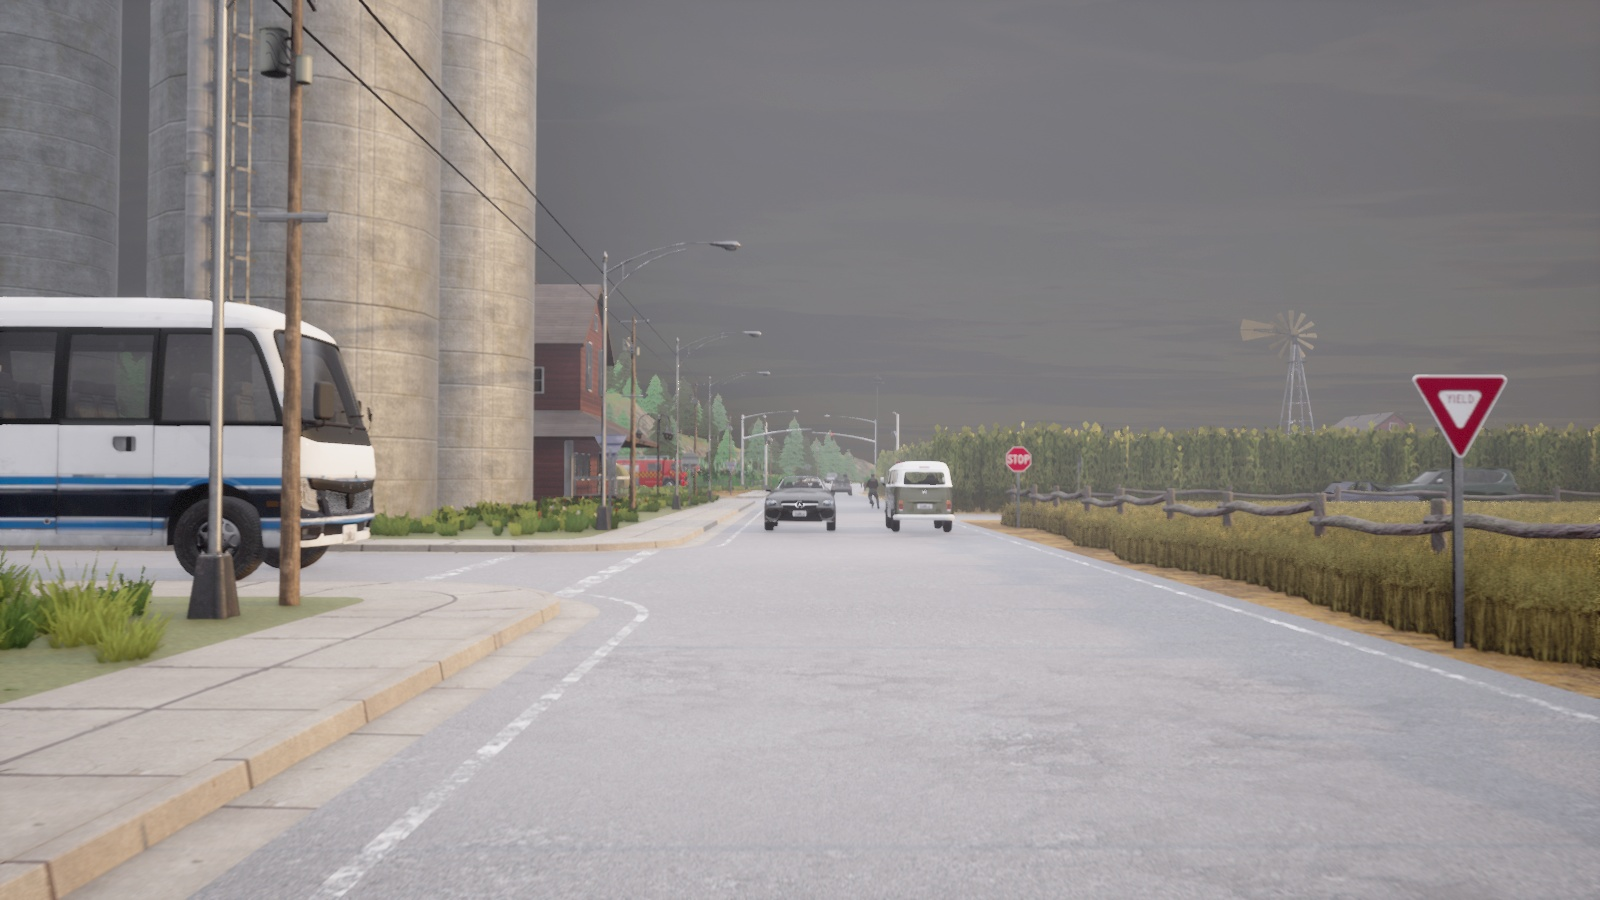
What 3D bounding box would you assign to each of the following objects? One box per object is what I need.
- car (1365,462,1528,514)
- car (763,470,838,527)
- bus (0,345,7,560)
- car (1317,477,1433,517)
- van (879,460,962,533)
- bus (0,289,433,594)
[{"bbox_3d":[26.607,1.556,51.806,5.566,2.045,2.150,0,-1,0],"label":"car"},{"bbox_3d":[0.062,1.448,38.778,2.152,1.651,5.027,0,-1,1],"label":"car"},{"bbox_3d":[-20.891,0.029,22.901,10.273,4.253,3.944,0,-1,-1],"label":"bus"},{"bbox_3d":[22.259,1.809,48.716,3.633,1.501,1.845,0,-1,0],"label":"car"},{"bbox_3d":[3.528,1.352,37.542,2.069,2.038,4.480,0,-1,0],"label":"van"},{"bbox_3d":[-11.402,-0.083,19.475,10.273,4.253,3.944,0,-1,-1],"label":"bus"}]
